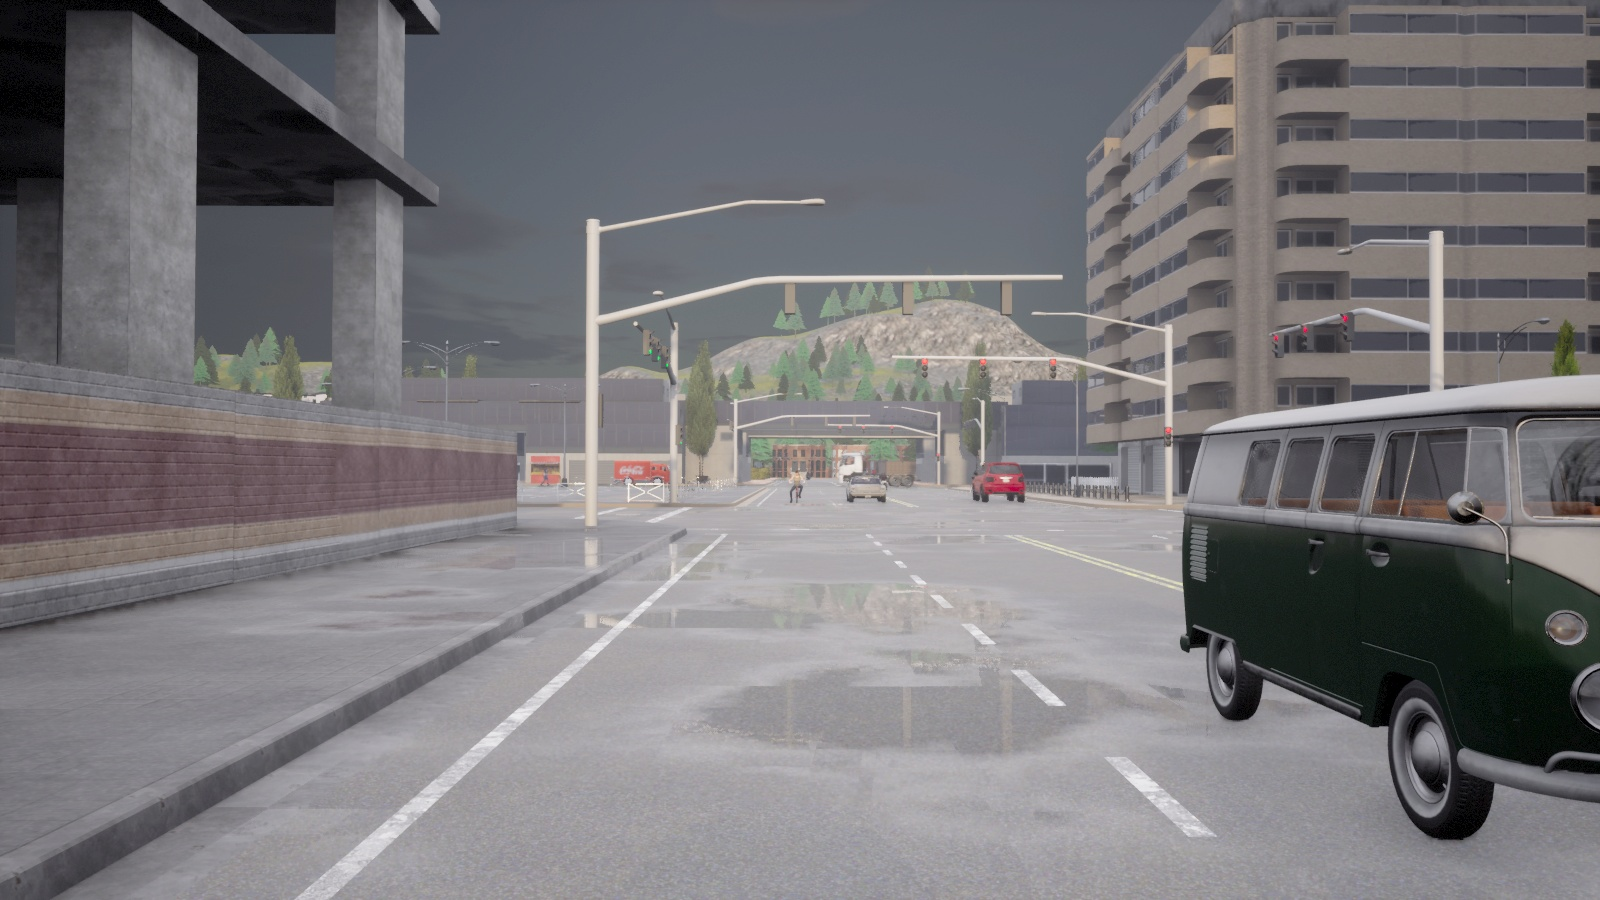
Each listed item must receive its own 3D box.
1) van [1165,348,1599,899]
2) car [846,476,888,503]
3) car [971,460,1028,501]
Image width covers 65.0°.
[{"bbox_3d":[3.485,0.665,6.680,1.775,1.987,4.442,0,-1,0],"label":"van"},{"bbox_3d":[3.361,1.973,63.964,1.895,1.301,4.718,0,-1,0],"label":"car"},{"bbox_3d":[10.339,1.590,65.532,2.150,2.045,5.566,0,-1,0],"label":"car"}]
